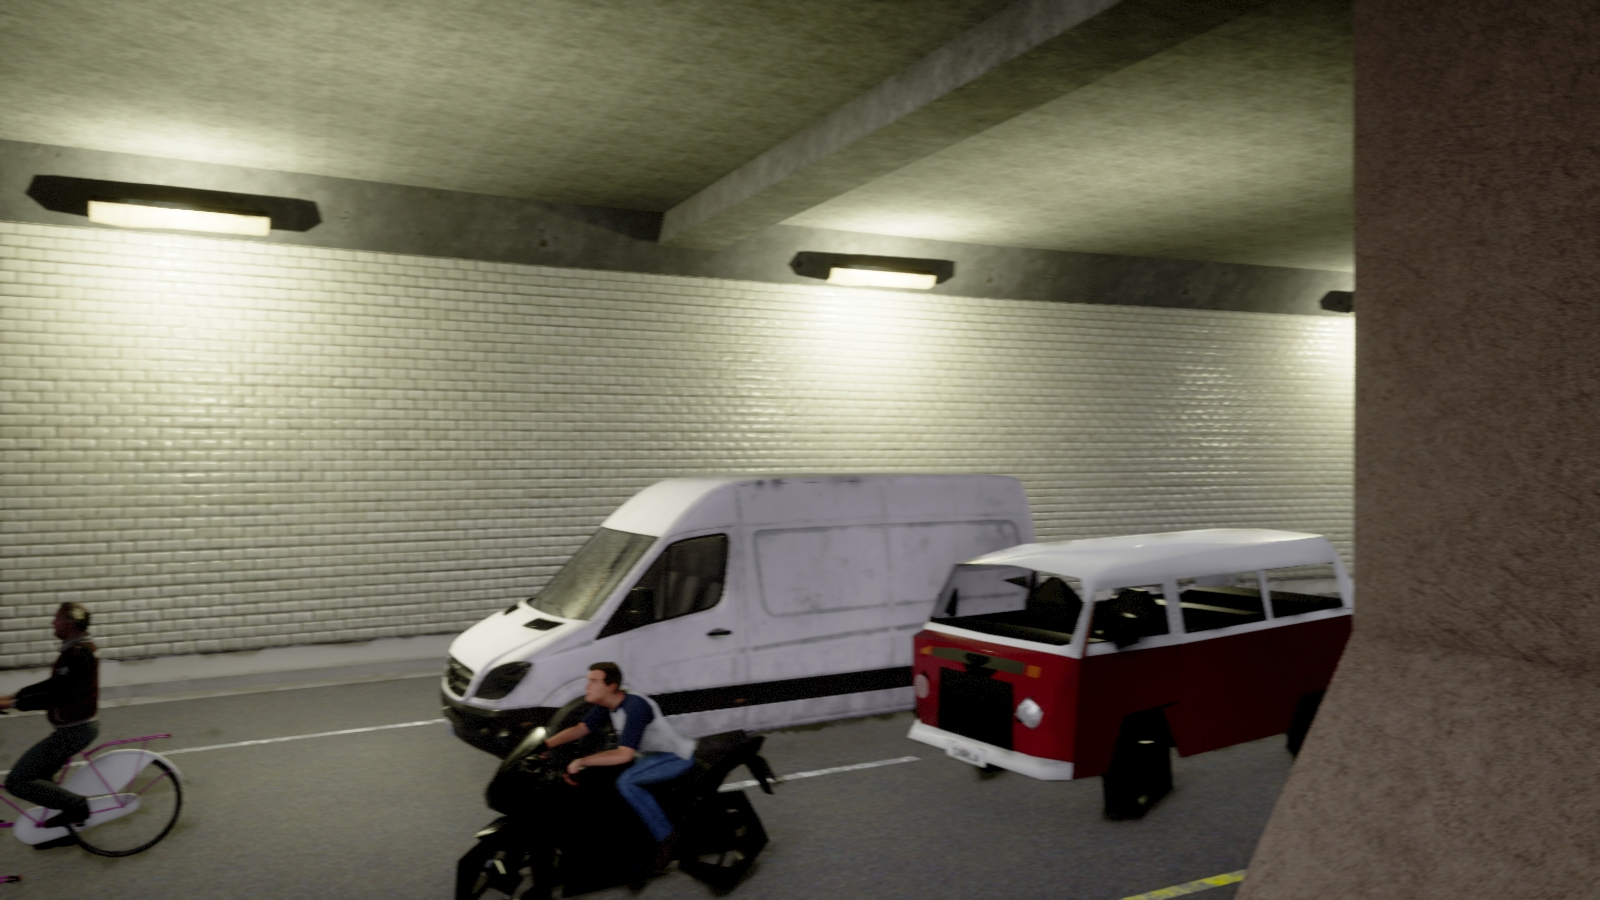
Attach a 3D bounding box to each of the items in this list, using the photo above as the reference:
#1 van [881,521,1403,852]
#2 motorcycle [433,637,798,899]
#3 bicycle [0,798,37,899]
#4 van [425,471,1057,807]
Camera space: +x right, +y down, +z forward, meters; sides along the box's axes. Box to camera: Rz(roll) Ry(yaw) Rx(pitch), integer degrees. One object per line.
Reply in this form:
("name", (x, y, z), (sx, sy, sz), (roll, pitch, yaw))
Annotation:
("van", (3.109, 1.777, 10.069), (4.480, 2.038, 2.069), (0, 0, -35))
("motorcycle", (-1.097, 2.028, 6.929), (2.033, 1.505, 0.803), (0, 0, -29))
("bicycle", (-4.343, 2.228, 4.841), (1.835, 1.126, 0.329), (0, 0, -32))
("van", (-0.442, 1.527, 11.236), (5.915, 2.561, 1.988), (0, 0, -28))
